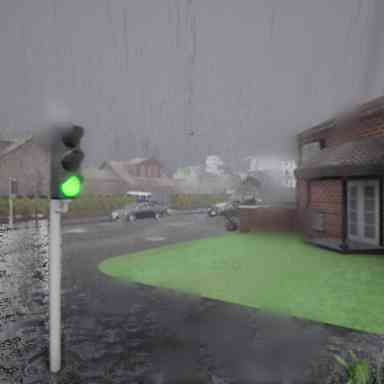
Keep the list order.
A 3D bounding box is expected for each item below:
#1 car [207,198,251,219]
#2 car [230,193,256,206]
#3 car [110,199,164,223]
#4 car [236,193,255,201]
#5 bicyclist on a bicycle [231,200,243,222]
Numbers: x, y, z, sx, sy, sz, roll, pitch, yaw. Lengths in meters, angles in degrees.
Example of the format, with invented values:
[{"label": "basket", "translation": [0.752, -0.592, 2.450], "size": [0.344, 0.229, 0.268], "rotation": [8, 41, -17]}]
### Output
[{"label": "car", "translation": [3.108, 1.571, 29.331], "size": [1.812, 1.442, 4.674], "rotation": [0, 0, 36]}, {"label": "car", "translation": [5.768, 1.282, 40.137], "size": [2.150, 2.045, 5.566], "rotation": [0, 0, 36]}, {"label": "car", "translation": [-4.251, 1.551, 26.216], "size": [2.128, 1.511, 4.902], "rotation": [0, 0, 36]}, {"label": "car", "translation": [12.304, 1.094, 76.381], "size": [3.866, 1.878, 1.905], "rotation": [0, 0, -19]}, {"label": "bicyclist on a bicycle", "translation": [3.199, 1.381, 22.205], "size": [1.656, 1.620, 0.582], "rotation": [-1, 0, 36]}]
